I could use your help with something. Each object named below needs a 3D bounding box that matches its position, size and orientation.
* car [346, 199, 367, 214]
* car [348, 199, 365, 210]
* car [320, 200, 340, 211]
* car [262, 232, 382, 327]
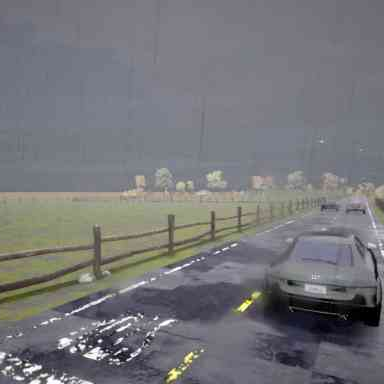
[{"bbox_3d":[17.433,1.535,35.337,2.033,1.411,5.357,0,0,27],"label":"car"},{"bbox_3d":[21.909,1.587,44.175,1.895,1.301,4.718,0,0,27],"label":"car"},{"bbox_3d":[16.564,1.585,39.790,1.895,1.301,4.718,0,0,27],"label":"car"},{"bbox_3d":[2.944,1.561,7.248,1.994,1.385,4.181,0,0,27],"label":"car"}]
